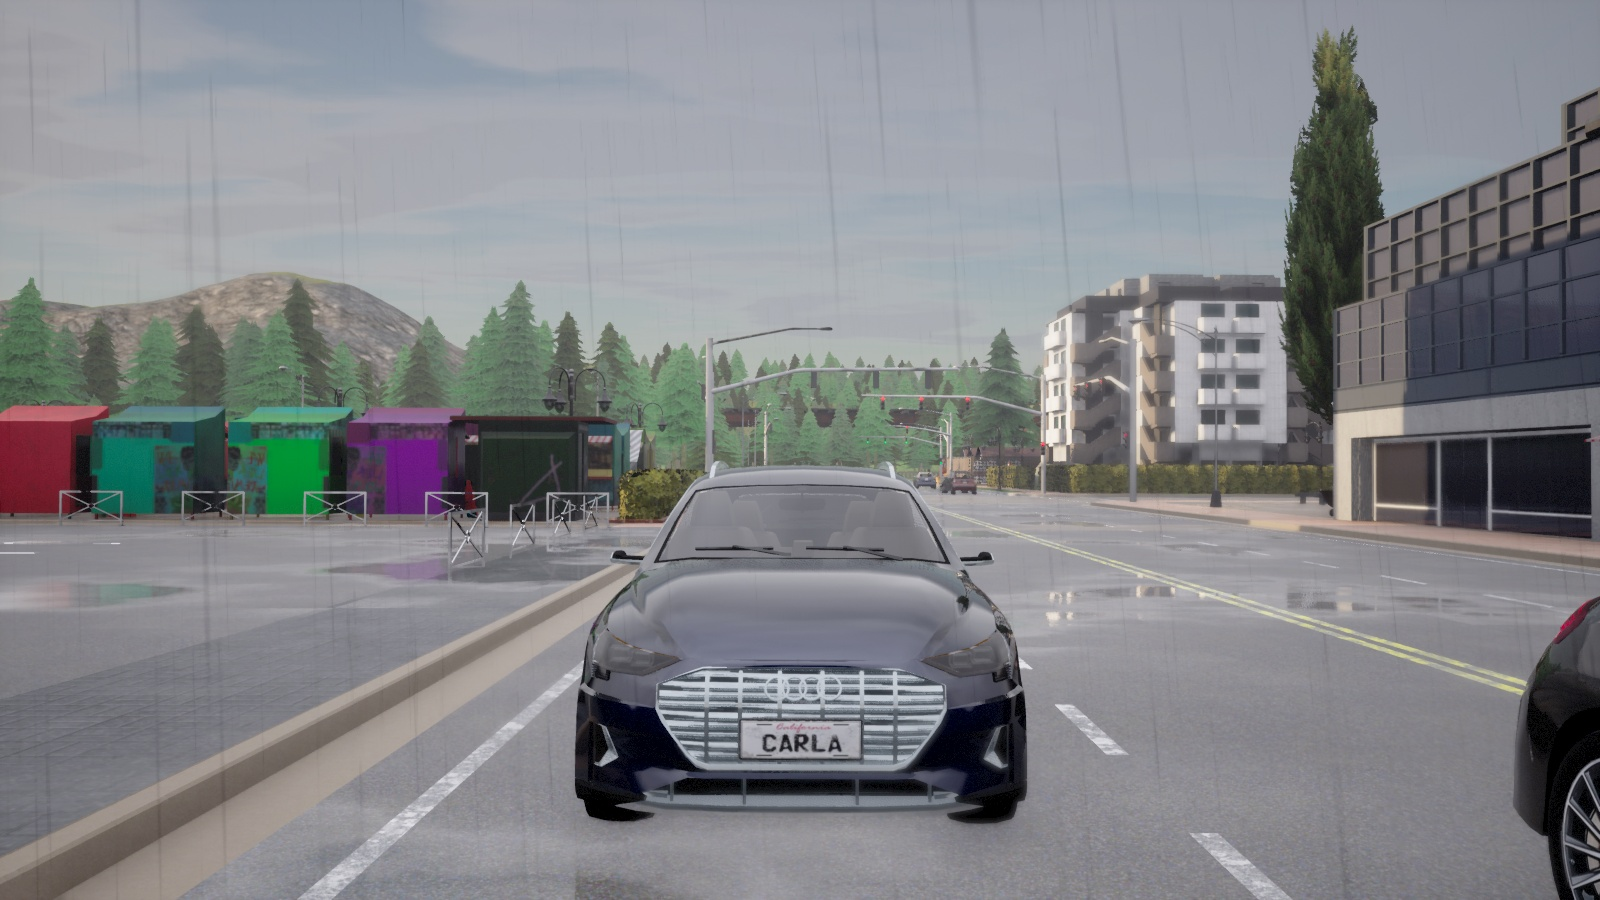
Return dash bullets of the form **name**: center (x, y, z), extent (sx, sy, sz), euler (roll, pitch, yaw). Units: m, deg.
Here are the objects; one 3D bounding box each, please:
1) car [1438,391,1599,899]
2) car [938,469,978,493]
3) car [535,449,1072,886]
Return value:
- **car**: center (3.494, 0.617, 2.241), extent (2.152, 1.651, 5.027), euler (0, -1, 0)
- **car**: center (10.952, 2.128, 87.131), extent (1.851, 1.617, 3.988), euler (0, -1, -7)
- **car**: center (0.019, 0.865, 7.197), extent (2.033, 1.649, 4.856), euler (0, -1, 0)
